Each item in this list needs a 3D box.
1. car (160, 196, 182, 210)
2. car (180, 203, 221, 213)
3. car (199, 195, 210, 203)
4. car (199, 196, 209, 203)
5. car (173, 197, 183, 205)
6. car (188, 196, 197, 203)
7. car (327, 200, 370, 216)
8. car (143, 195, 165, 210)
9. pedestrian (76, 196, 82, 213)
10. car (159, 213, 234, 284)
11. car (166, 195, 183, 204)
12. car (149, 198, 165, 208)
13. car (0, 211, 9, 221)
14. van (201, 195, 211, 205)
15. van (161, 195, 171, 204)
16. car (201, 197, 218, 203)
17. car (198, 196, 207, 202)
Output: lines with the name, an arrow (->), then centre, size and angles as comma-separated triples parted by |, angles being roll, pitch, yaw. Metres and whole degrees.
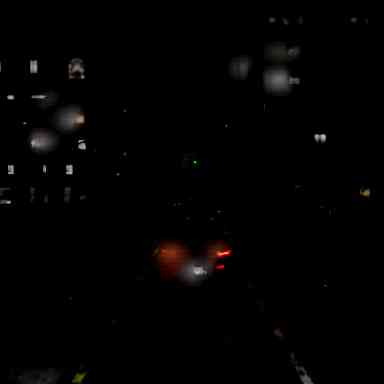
car -> -2.793, 1.600, 44.744 | 1.837, 1.490, 4.892 | 0, 0, 2
car -> 0.758, 1.604, 20.288 | 1.994, 1.385, 4.181 | -1, 0, 10
car -> 2.581, 1.696, 55.988 | 1.802, 1.307, 4.206 | 0, 0, 0
car -> 2.586, 1.582, 72.644 | 1.967, 1.590, 4.097 | 0, 0, 0
car -> -2.733, 1.655, 65.226 | 1.812, 1.442, 4.674 | 0, 0, 0
car -> 0.020, 1.623, 75.106 | 1.882, 1.535, 5.008 | 0, 0, 0
car -> 15.111, 1.412, 30.012 | 5.357, 1.411, 2.033 | -1, 0, 0
car -> -5.302, 1.410, 44.886 | 2.192, 1.841, 5.009 | 0, 0, 0
pedestrian -> -12.142, 1.365, 35.639 | 0.375, 1.860, 0.375 | 0, 0, 0
car -> 0.106, 1.548, 9.511 | 1.812, 1.442, 4.674 | 0, 0, 0
car -> -2.811, 1.465, 54.968 | 2.097, 1.767, 4.553 | 0, 0, 0
car -> -5.301, 1.650, 50.438 | 1.887, 1.381, 4.507 | 0, 0, 0
car -> -17.419, 1.820, 27.317 | 4.181, 1.385, 1.994 | -1, 0, 0
van -> 2.584, 1.465, 61.540 | 1.690, 1.788, 3.998 | 0, 0, 0
van -> -5.295, 1.473, 67.094 | 1.690, 1.788, 3.998 | 0, 0, 0
car -> 2.578, 1.661, 44.884 | 1.947, 1.339, 4.313 | 0, 0, 0
car -> 2.589, 1.709, 83.748 | 2.008, 1.369, 4.403 | 0, 0, 0
